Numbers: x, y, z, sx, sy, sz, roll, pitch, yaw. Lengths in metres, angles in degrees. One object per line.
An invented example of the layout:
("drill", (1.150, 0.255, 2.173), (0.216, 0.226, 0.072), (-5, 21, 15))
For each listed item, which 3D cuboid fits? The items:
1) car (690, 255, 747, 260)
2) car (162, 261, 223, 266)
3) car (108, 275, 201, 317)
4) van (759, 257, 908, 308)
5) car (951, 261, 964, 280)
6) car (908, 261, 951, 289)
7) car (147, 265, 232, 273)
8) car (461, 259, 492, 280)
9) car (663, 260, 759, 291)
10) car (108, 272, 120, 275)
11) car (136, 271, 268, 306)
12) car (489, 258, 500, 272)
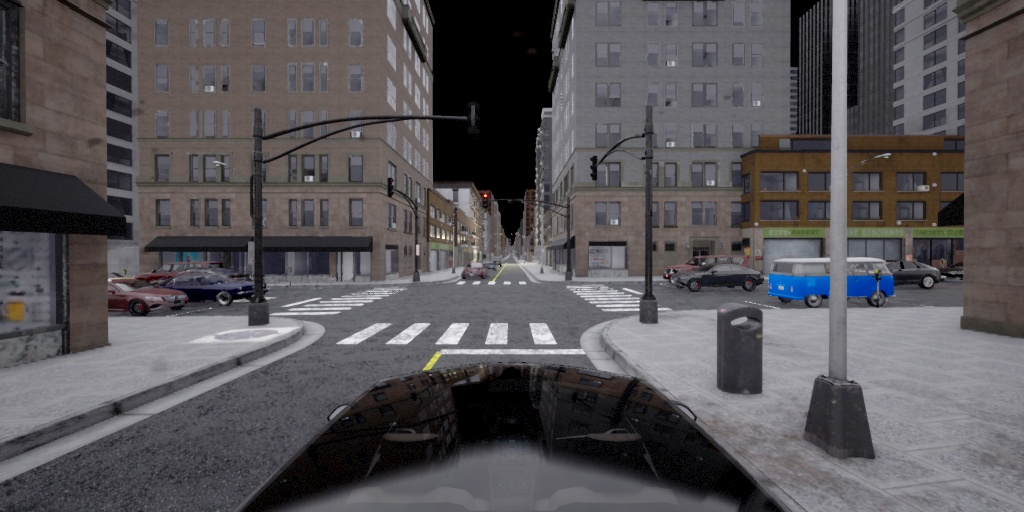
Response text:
("car", (12.103, 0.871, 22.219), (5.009, 1.841, 2.192), (0, 0, 0))
("car", (-20.338, 1.270, 22.149), (5.009, 1.841, 2.192), (0, 0, 0))
("car", (-14.814, 1.527, 13.636), (4.207, 1.307, 1.802), (0, 0, 0))
("van", (12.123, 0.957, 13.694), (3.998, 1.789, 1.690), (0, 0, 0))
("car", (28.931, 0.915, 22.255), (4.313, 1.339, 1.948), (0, 0, 0))
("car", (20.293, 0.980, 19.570), (4.892, 1.490, 1.837), (-1, 0, 0))
("car", (-16.839, 1.423, 19.368), (4.902, 1.511, 2.128), (-1, 0, 1))
("car", (-3.184, 1.278, 31.545), (1.812, 1.442, 4.674), (0, 0, 3))
("car", (11.108, 1.113, 19.567), (4.674, 1.442, 1.812), (-1, 0, 1))
("car", (-26.012, 1.551, 22.137), (4.829, 1.417, 1.751), (0, 0, 0))
("car", (-13.949, 1.517, 16.300), (4.718, 1.301, 1.895), (-1, 0, 0))
("car", (-3.075, 1.332, 47.450), (1.994, 1.385, 4.181), (0, 0, 0))
